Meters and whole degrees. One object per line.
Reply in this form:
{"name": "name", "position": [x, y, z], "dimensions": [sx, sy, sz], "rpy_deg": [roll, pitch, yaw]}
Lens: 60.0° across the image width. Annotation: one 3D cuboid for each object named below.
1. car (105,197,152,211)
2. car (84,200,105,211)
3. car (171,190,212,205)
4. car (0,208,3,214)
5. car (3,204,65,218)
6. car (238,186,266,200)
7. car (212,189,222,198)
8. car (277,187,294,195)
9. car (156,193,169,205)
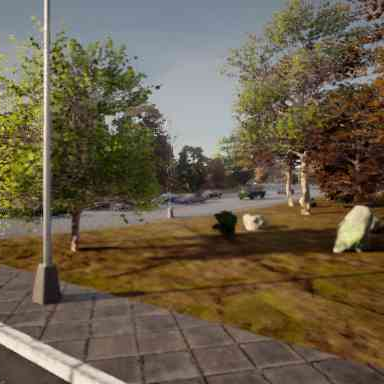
{"name": "car", "position": [-6.664, 1.084, 36.042], "dimensions": [2.097, 1.767, 4.553], "rpy_deg": [0, 2, 39]}
{"name": "car", "position": [-9.740, 1.295, 37.801], "dimensions": [2.033, 1.411, 5.357], "rpy_deg": [0, 2, 38]}
{"name": "car", "position": [-0.036, 0.869, 44.345], "dimensions": [2.033, 1.411, 5.357], "rpy_deg": [0, 3, 39]}
{"name": "car", "position": [-15.795, 1.551, 30.204], "dimensions": [1.895, 1.301, 4.718], "rpy_deg": [0, 1, 39]}
{"name": "car", "position": [-12.881, 1.547, 28.245], "dimensions": [1.895, 1.301, 4.718], "rpy_deg": [0, 1, 39]}
{"name": "car", "position": [8.960, 0.061, 49.722], "dimensions": [2.150, 2.045, 5.566], "rpy_deg": [0, 3, 38]}
{"name": "car", "position": [2.910, 0.368, 53.575], "dimensions": [2.128, 1.511, 4.902], "rpy_deg": [0, 3, 39]}
{"name": "car", "position": [16.912, -0.247, 60.247], "dimensions": [1.994, 1.385, 4.181], "rpy_deg": [0, 3, 35]}
{"name": "car", "position": [-3.585, 0.907, 45.492], "dimensions": [1.812, 1.442, 4.674], "rpy_deg": [0, 3, 39]}
